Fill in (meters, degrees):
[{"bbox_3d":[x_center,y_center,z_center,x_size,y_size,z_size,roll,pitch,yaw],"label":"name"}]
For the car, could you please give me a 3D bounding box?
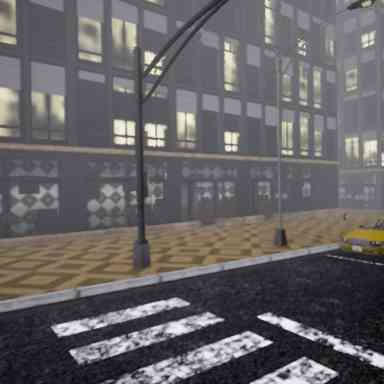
[{"bbox_3d":[7.129,1.436,11.821,4.829,1.417,1.752,-1,-1,-35],"label":"car"}]
